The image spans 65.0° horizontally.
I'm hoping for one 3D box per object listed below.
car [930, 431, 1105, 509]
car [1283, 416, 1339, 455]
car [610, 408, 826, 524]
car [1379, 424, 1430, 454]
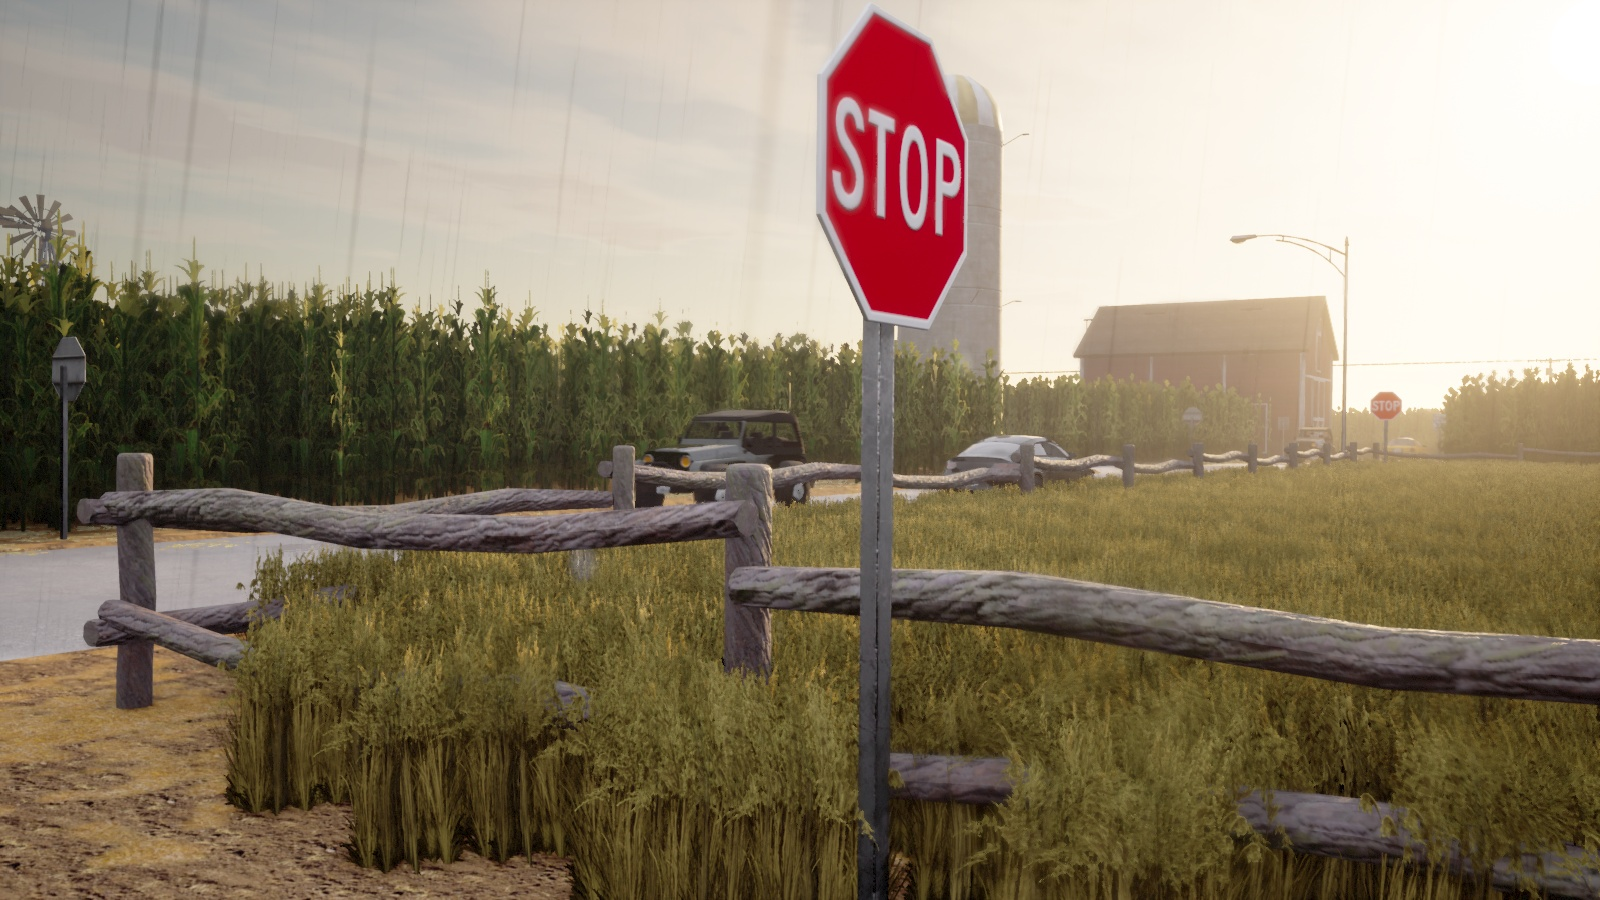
[{"bbox_3d":[4.595,0.345,25.950,1.812,1.442,4.674,0,1,34],"label":"car"},{"bbox_3d":[25.831,-0.704,63.416,1.905,1.878,3.866,0,0,34],"label":"car"},{"bbox_3d":[-1.375,0.228,22.579,1.905,1.878,3.866,0,1,34],"label":"car"},{"bbox_3d":[33.170,-0.611,68.841,1.801,1.575,5.366,0,1,34],"label":"car"}]
